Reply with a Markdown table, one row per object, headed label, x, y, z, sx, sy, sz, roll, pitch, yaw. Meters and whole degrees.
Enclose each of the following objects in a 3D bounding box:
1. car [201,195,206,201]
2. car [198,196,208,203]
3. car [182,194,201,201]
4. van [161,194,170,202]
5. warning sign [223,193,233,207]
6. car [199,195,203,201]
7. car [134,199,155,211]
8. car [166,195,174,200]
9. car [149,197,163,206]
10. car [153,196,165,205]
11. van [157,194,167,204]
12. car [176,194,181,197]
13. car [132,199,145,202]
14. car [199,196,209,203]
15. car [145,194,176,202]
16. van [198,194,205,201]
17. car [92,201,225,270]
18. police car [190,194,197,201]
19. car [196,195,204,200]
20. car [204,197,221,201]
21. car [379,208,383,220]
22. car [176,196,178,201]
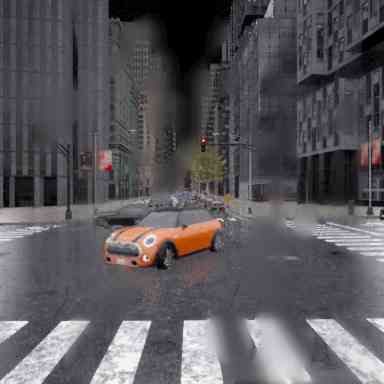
| label | x | y | z | sx | sy | sz | roll | pitch | yaw |
| --- | --- | --- | --- | --- | --- | --- | --- | --- | --- |
| car | 2.598 | 1.553 | 47.273 | 1.887 | 1.381 | 4.507 | 0 | 0 | 0 |
| car | 2.435 | 1.589 | 73.168 | 1.947 | 1.339 | 4.313 | 0 | 0 | 0 |
| car | -0.101 | 1.503 | 53.369 | 2.128 | 1.511 | 4.902 | 0 | 0 | 0 |
| van | -6.118 | 1.368 | 77.551 | 1.690 | 1.788 | 3.998 | 0 | 0 | 0 |
| warning sign | 4.918 | 1.123 | 45.475 | 1.300 | 1.860 | 1.060 | 0 | 0 | 0 |
| car | 2.564 | 1.562 | 52.718 | 2.008 | 1.369 | 4.403 | 0 | 0 | 0 |
| car | -5.889 | 1.557 | 41.326 | 2.008 | 1.369 | 4.403 | 0 | 0 | 0 |
| car | -6.220 | 1.624 | 93.789 | 1.802 | 1.307 | 4.206 | 0 | 0 | 0 |
| car | -5.981 | 1.579 | 55.898 | 1.947 | 1.339 | 4.313 | 0 | 0 | 0 |
| car | -6.014 | 1.541 | 61.141 | 1.752 | 1.417 | 4.829 | 0 | 0 | 0 |
| van | -6.050 | 1.360 | 66.724 | 1.690 | 1.788 | 3.998 | 0 | 0 | 0 |
| car | -3.293 | 1.538 | 54.640 | 1.812 | 1.442 | 4.674 | 0 | 0 | 0 |
| car | -5.858 | 1.556 | 36.334 | 2.008 | 1.369 | 4.403 | 0 | 0 | 0 |
| car | 2.467 | 1.545 | 68.048 | 1.752 | 1.417 | 4.829 | 0 | 0 | 0 |
| car | -3.178 | 1.226 | 34.646 | 2.150 | 2.045 | 5.566 | 0 | 0 | 0 |
| van | 2.368 | 1.373 | 83.745 | 1.690 | 1.788 | 3.998 | 0 | 0 | 0 |
| car | -0.801 | 1.353 | 11.283 | 2.097 | 1.767 | 4.553 | -1 | 0 | 33 |
| police car | 0.465 | 1.464 | 90.560 | 1.930 | 1.638 | 5.238 | 0 | 0 | 0 |
| car | 2.302 | 1.593 | 94.323 | 2.008 | 1.369 | 4.403 | 0 | 0 | 0 |
| car | 2.667 | 1.556 | 36.385 | 2.008 | 1.369 | 4.403 | 0 | 0 | 0 |
| car | 14.489 | 1.186 | 20.940 | 5.008 | 1.535 | 1.882 | -1 | 0 | 0 |
| car | -3.241 | 1.609 | 44.598 | 1.895 | 1.301 | 4.718 | 0 | 0 | 0 |
